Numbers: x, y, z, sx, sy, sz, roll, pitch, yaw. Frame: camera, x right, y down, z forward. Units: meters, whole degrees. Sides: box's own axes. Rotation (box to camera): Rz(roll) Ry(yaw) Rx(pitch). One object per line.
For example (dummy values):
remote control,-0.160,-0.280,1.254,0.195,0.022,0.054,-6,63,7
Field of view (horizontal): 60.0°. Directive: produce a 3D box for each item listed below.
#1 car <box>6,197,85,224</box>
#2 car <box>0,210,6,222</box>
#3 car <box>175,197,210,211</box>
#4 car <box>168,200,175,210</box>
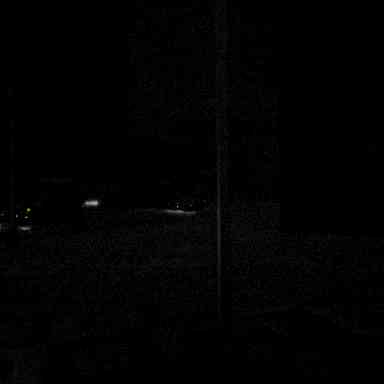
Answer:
car,-11.405,1.412,26.905,2.150,2.045,5.566,-1,-1,35
car,-14.337,1.774,28.381,1.812,1.442,4.674,-1,-1,35
car,0.443,1.629,43.600,1.882,1.535,5.008,-1,-1,36
car,-1.398,1.558,46.616,2.097,1.767,4.553,-1,-1,36
